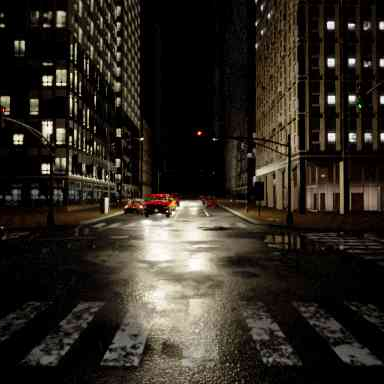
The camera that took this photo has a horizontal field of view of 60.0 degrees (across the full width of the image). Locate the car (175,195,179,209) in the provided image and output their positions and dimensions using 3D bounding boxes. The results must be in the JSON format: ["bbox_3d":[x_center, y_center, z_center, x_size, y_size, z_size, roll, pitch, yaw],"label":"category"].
[{"bbox_3d":[-3.041,1.493,41.552,1.882,1.535,5.008,0,0,0],"label":"car"}]

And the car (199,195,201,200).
[{"bbox_3d":[2.788,1.590,61.730,1.947,1.339,4.313,1,0,0],"label":"car"}]

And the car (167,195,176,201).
[{"bbox_3d":[-5.554,1.587,89.548,2.008,1.369,4.403,1,0,0],"label":"car"}]

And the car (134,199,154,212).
[{"bbox_3d":[-5.623,1.597,39.371,1.802,1.307,4.206,1,0,0],"label":"car"}]

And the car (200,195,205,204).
[{"bbox_3d":[2.782,1.547,56.322,1.752,1.417,4.829,1,0,0],"label":"car"}]

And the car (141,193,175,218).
[{"bbox_3d":[-3.051,1.233,31.125,2.150,2.045,5.566,0,0,0],"label":"car"}]

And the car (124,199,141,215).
[{"bbox_3d":[-5.628,1.453,33.796,1.967,1.590,4.097,1,0,0],"label":"car"}]

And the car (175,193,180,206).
[{"bbox_3d":[-3.020,1.242,52.051,2.150,2.045,5.566,0,0,0],"label":"car"}]

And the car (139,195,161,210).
[{"bbox_3d":[-5.610,1.332,44.947,2.192,1.841,5.009,1,0,0],"label":"car"}]

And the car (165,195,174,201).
[{"bbox_3d":[-5.561,1.578,83.972,1.887,1.381,4.507,1,0,0],"label":"car"}]

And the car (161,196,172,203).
[{"bbox_3d":[-5.577,1.573,72.822,1.887,1.381,4.507,1,0,0],"label":"car"}]

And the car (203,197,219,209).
[{"bbox_3d":[2.764,1.599,44.997,1.802,1.307,4.206,1,0,0],"label":"car"}]

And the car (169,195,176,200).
[{"bbox_3d":[-5.547,1.605,95.123,1.947,1.339,4.313,1,0,0],"label":"car"}]

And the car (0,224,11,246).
[{"bbox_3d":[-9.557,1.451,12.564,5.008,1.535,1.882,0,-1,0],"label":"car"}]
